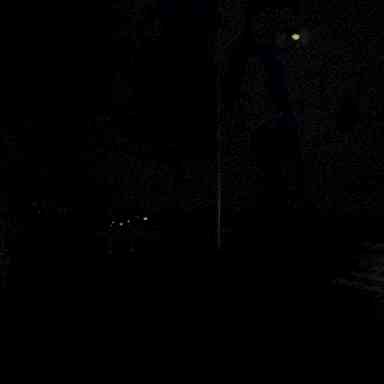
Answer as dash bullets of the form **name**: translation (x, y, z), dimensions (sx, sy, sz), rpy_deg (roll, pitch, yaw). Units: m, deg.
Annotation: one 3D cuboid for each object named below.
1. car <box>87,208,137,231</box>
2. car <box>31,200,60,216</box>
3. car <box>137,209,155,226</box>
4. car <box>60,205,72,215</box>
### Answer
- **car**: translation (-6.079, 1.944, 24.044), dimensions (1.837, 1.490, 4.892), rpy_deg (1, -2, -35)
- **car**: translation (-19.203, 2.095, 42.878), dimensions (2.150, 2.045, 5.566), rpy_deg (1, -2, -35)
- **car**: translation (-4.726, 2.071, 27.242), dimensions (1.994, 1.385, 4.181), rpy_deg (1, -2, -35)
- **car**: translation (-18.399, 2.523, 46.681), dimensions (2.033, 1.411, 5.357), rpy_deg (1, -2, -35)
